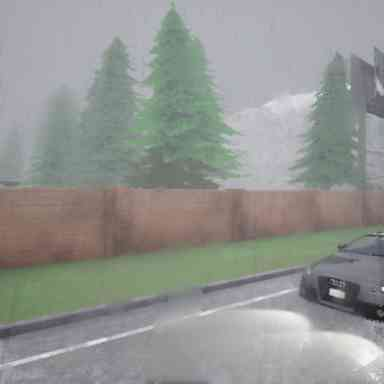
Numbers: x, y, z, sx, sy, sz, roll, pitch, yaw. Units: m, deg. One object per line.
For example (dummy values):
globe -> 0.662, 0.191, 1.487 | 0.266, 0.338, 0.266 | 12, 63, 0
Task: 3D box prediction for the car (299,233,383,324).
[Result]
car -> 4.159, 1.584, 6.913 | 4.181, 1.385, 1.994 | 0, 0, -35
